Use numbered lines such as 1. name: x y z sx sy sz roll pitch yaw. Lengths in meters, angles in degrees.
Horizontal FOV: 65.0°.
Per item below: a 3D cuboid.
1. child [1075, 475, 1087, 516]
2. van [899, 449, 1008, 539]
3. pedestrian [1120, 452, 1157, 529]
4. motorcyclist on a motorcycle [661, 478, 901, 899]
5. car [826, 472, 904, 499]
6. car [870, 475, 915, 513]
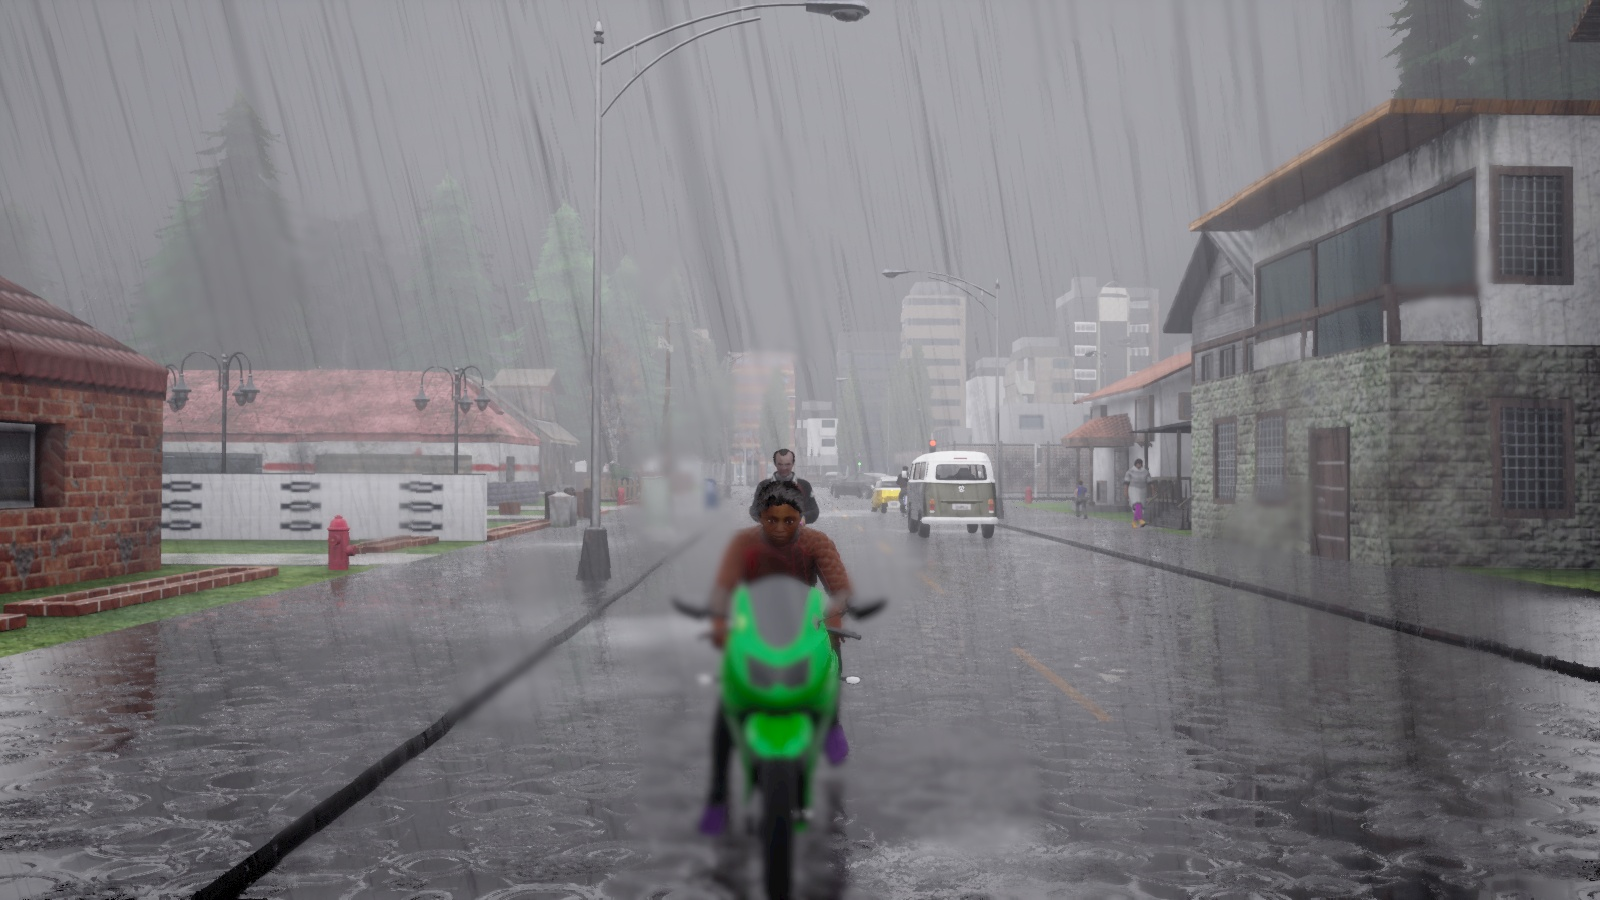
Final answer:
1. child: 8.801 1.428 39.322 0.270 1.263 0.437 0 -1 -2
2. van: 3.661 1.038 30.706 2.069 2.038 4.480 0 -1 -1
3. pedestrian: 8.730 1.032 32.389 0.659 1.952 0.873 0 -1 -3
4. motorcyclist on a motorcycle: -0.075 0.884 5.210 0.797 1.523 2.044 0 -1 -1
5. car: 3.704 2.018 72.763 2.163 1.488 4.792 0 -1 -32
6. car: 3.493 1.654 47.662 1.481 1.376 2.207 0 -1 -1
